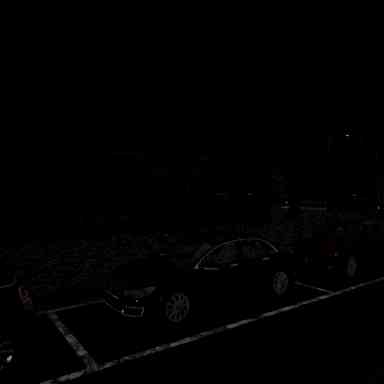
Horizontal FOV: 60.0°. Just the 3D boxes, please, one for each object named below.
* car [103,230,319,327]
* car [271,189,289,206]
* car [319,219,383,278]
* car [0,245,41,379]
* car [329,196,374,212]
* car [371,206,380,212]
[{"bbox_3d":[0.379,1.551,6.924,4.403,1.369,2.008,0,0,-36],"label":"car"},{"bbox_3d":[10.222,0.710,40.994,2.150,2.045,5.566,0,1,-35],"label":"car"},{"bbox_3d":[4.820,1.545,10.096,4.507,1.381,1.887,0,0,-36],"label":"car"},{"bbox_3d":[-4.061,1.440,3.752,4.097,1.590,1.967,0,0,-36],"label":"car"},{"bbox_3d":[15.961,1.171,32.991,2.128,1.511,4.902,0,1,-36],"label":"car"},{"bbox_3d":[9.260,1.441,13.268,4.097,1.590,1.967,0,0,-36],"label":"car"}]
